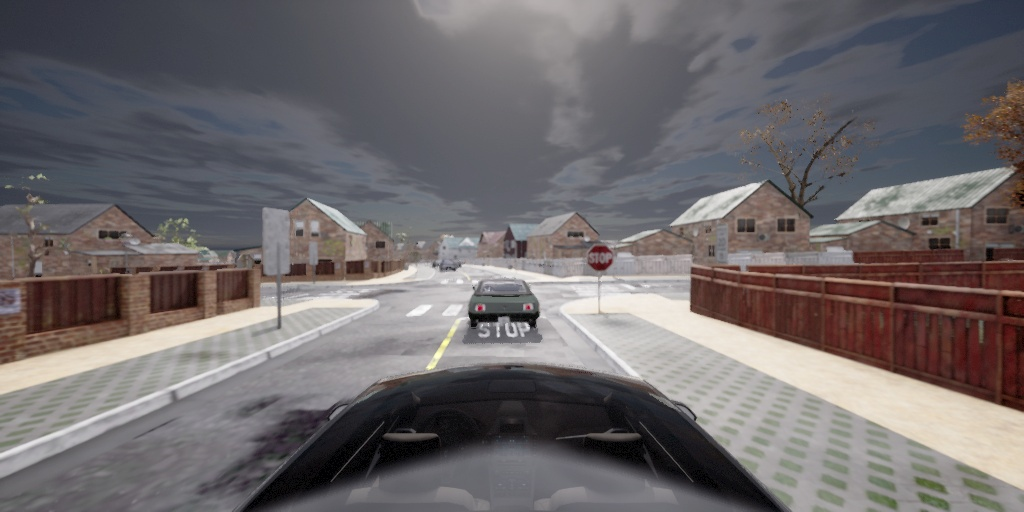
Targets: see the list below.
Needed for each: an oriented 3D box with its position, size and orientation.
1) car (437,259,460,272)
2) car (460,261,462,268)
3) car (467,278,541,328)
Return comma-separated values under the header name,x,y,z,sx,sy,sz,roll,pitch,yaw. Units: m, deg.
name,x,y,z,sx,sy,sz,roll,pitch,yaw
car,-8.407,1.349,47.136,1.994,1.385,4.181,0,0,-13
car,-10.280,1.338,64.431,2.128,1.511,4.902,0,0,-19
car,-0.314,1.325,11.274,1.895,1.301,4.718,0,0,-3
